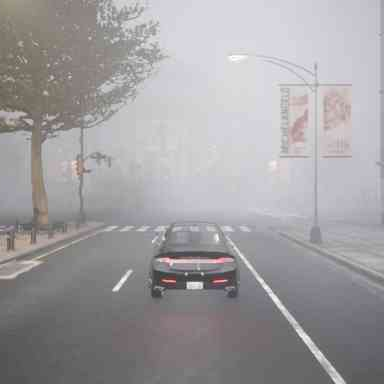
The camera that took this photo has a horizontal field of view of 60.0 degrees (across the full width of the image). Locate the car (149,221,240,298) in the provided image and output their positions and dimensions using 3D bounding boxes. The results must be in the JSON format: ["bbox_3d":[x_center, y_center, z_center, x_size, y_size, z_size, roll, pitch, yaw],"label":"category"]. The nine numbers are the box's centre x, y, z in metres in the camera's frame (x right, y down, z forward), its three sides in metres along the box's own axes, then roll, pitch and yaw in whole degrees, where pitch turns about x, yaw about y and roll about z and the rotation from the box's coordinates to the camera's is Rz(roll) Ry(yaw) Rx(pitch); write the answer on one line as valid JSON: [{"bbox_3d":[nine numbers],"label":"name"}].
[{"bbox_3d":[0.061,1.491,8.489,2.128,1.511,4.902,0,0,0],"label":"car"}]
